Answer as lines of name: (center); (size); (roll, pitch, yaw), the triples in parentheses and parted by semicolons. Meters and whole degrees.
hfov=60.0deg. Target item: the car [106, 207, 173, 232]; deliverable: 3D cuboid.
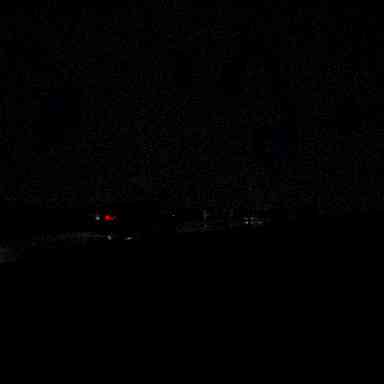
car: (-3.636, 1.906, 24.002); (1.882, 1.535, 5.008); (-1, -2, 35)

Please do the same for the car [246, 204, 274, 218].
car: (8.447, 2.240, 41.203); (2.097, 1.767, 4.553); (-1, -2, 35)

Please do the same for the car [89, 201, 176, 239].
car: (-3.338, 1.530, 19.667); (2.150, 2.045, 5.566); (-1, -2, 38)
